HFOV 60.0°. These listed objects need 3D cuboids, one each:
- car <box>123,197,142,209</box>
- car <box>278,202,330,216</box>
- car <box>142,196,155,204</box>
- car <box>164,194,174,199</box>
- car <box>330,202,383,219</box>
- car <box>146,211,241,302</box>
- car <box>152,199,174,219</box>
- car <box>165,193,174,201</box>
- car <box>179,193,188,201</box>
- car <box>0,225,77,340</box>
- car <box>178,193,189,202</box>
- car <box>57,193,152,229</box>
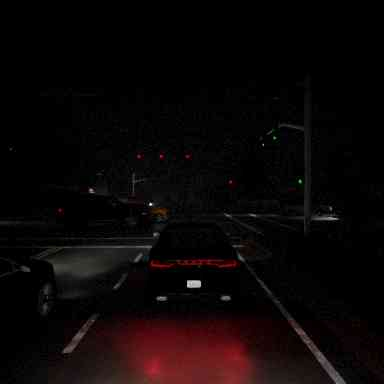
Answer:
[{"bbox_3d":[-8.307,1.477,47.102,1.882,1.535,5.008,0,0,-1],"label":"car"},{"bbox_3d":[10.866,1.601,32.336,4.718,1.301,1.895,0,0,-2],"label":"car"},{"bbox_3d":[-8.753,1.564,67.157,1.994,1.385,4.181,0,0,-1],"label":"car"},{"bbox_3d":[-5.415,1.533,74.529,2.033,1.411,5.357,0,0,-1],"label":"car"},{"bbox_3d":[14.762,1.564,28.946,4.181,1.385,1.994,0,0,-2],"label":"car"},{"bbox_3d":[0.001,1.478,8.365,1.882,1.535,5.008,0,0,-1],"label":"car"},{"bbox_3d":[-4.044,1.477,24.438,5.008,1.535,1.882,0,0,-4],"label":"car"},{"bbox_3d":[-5.688,1.269,85.134,2.097,1.767,4.553,0,0,-1],"label":"car"},{"bbox_3d":[-2.182,1.225,84.962,2.150,2.045,5.566,0,0,-1],"label":"car"},{"bbox_3d":[-3.468,1.492,4.374,2.128,1.511,4.902,0,0,0],"label":"car"},{"bbox_3d":[-1.900,1.225,74.229,2.150,2.045,5.566,0,0,-1],"label":"car"},{"bbox_3d":[-5.493,1.222,20.830,5.566,2.045,2.150,0,0,-4],"label":"car"}]
